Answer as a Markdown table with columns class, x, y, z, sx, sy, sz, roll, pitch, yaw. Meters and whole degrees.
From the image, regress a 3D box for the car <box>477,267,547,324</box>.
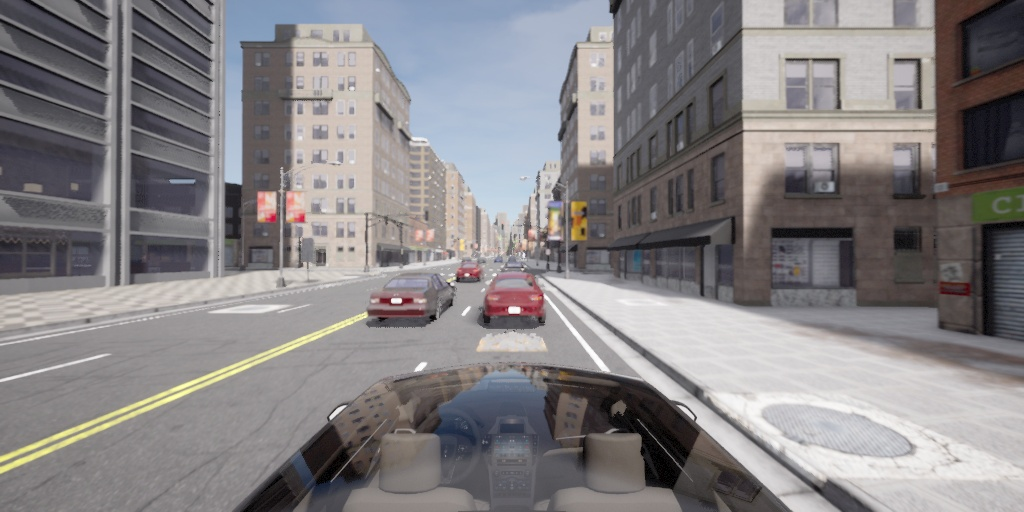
| class | x | y | z | sx | sy | sz | roll | pitch | yaw |
| --- | --- | --- | --- | --- | --- | --- | --- | --- | --- |
| car | 0.082 | 1.244 | 11.700 | 1.812 | 1.442 | 4.674 | 0 | 0 | 0 |

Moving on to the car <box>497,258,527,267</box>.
| class | x | y | z | sx | sy | sz | roll | pitch | yaw |
| --- | --- | --- | --- | --- | --- | --- | --- | --- | --- |
| car | 0.105 | 1.147 | 27.562 | 2.128 | 1.511 | 4.902 | 0 | 0 | -2 |

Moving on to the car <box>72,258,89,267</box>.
| class | x | y | z | sx | sy | sz | roll | pitch | yaw |
| --- | --- | --- | --- | --- | --- | --- | --- | --- | --- |
| car | -46.185 | 0.961 | 39.603 | 5.357 | 1.411 | 2.033 | 0 | 0 | 0 |

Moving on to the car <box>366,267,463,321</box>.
| class | x | y | z | sx | sy | sz | roll | pitch | yaw |
| --- | --- | --- | --- | --- | --- | --- | --- | --- | --- |
| car | -3.154 | 1.263 | 12.305 | 2.033 | 1.411 | 5.357 | 0 | 0 | 0 |

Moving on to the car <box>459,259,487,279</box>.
| class | x | y | z | sx | sy | sz | roll | pitch | yaw |
| --- | --- | --- | --- | --- | --- | --- | --- | --- | --- |
| car | -3.154 | 1.185 | 27.481 | 1.812 | 1.442 | 4.674 | 0 | 0 | 0 |
